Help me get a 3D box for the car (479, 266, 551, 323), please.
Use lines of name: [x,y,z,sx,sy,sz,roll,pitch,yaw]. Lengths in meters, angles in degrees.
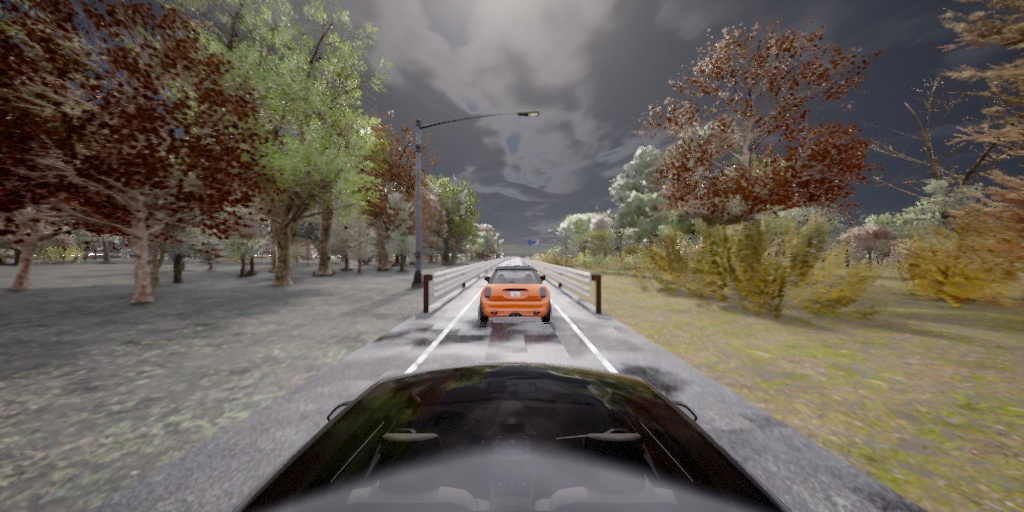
car: [0.095,1.099,12.242,2.097,1.767,4.553,0,0,0]
